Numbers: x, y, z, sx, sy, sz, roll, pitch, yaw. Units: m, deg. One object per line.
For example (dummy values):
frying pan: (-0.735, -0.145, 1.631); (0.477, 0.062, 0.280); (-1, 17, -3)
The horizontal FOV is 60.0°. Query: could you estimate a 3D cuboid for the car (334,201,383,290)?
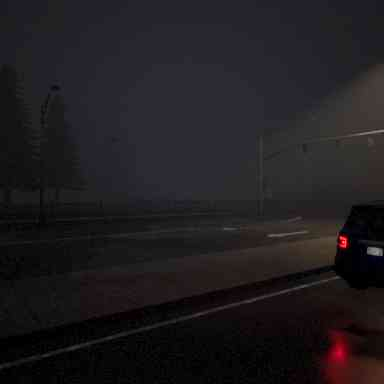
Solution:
car: (5.674, 1.221, 7.846); (5.566, 2.045, 2.150); (0, 0, -35)
